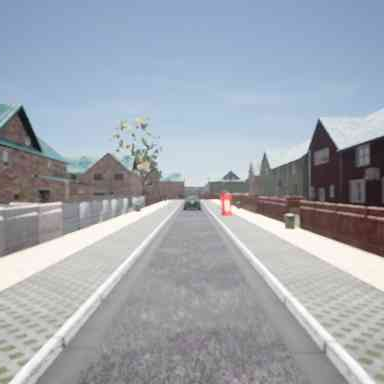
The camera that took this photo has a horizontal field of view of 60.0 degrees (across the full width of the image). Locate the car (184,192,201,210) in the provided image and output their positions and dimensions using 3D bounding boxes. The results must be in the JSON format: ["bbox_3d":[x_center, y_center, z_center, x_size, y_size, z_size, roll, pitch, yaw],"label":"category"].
[{"bbox_3d":[0.054,1.245,40.936,2.097,1.767,4.553,0,0,1],"label":"car"}]

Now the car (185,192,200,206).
[{"bbox_3d":[0.030,1.083,51.517,2.150,2.045,5.566,0,0,0],"label":"car"}]

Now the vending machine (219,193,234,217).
[{"bbox_3d":[3.000,1.123,29.026,1.100,2.100,0.880,-1,-1,0],"label":"vending machine"}]
